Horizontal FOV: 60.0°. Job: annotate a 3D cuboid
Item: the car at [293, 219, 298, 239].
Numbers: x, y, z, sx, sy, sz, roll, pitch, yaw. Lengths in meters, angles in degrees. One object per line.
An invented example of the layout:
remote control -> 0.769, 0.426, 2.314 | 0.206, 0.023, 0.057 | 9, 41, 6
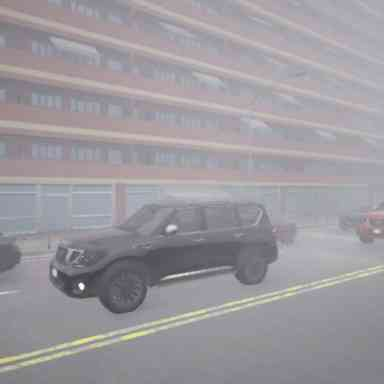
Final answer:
car -> 2.551, 1.519, 14.154 | 4.674, 1.442, 1.812 | 0, 0, -34

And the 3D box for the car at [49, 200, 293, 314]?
car -> -0.351, 1.222, 7.966 | 5.566, 2.045, 2.150 | 0, 0, -34

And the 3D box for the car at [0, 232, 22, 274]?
car -> -6.761, 1.507, 7.842 | 4.892, 1.490, 1.837 | 1, 0, -34

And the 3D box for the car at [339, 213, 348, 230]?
car -> 10.729, 1.465, 19.713 | 5.008, 1.535, 1.882 | 0, 0, -34

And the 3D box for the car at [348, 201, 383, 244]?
car -> 9.610, 1.211, 14.729 | 5.566, 2.045, 2.150 | 0, 0, -34
